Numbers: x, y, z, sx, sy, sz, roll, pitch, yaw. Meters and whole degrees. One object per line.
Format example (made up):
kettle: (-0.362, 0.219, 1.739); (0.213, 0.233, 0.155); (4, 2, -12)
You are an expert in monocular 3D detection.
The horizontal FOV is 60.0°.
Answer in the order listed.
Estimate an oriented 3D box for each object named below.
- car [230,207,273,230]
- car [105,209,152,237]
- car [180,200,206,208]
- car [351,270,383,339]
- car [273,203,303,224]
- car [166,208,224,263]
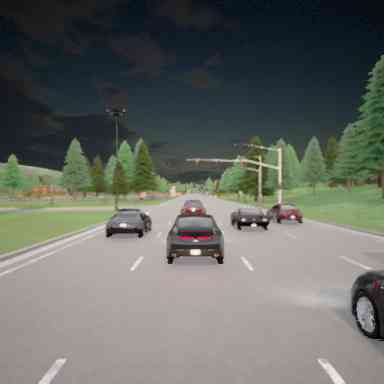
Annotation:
car: (3.604, 1.664, 21.557); (1.895, 1.301, 4.718); (0, 0, 0)
car: (-3.396, 1.617, 18.446); (1.994, 1.385, 4.181); (0, 0, 0)
car: (0.103, 1.434, 27.999); (2.097, 1.767, 4.553); (0, 0, 0)
car: (3.601, 1.515, 3.710); (1.837, 1.490, 4.892); (0, 0, 0)
car: (7.104, 1.601, 25.723); (1.812, 1.442, 4.674); (0, 0, 0)
car: (0.103, 1.539, 12.182); (1.837, 1.490, 4.892); (0, 0, 0)
